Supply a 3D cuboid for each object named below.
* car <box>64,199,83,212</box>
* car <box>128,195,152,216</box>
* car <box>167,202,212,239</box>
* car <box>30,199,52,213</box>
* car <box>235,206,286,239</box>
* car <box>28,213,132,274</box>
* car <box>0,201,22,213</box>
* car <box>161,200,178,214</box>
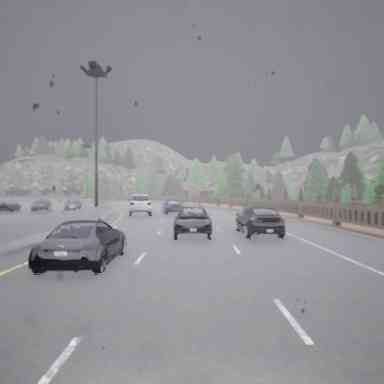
[{"bbox_3d":[-14.038,1.570,39.487,2.128,1.511,4.902,0,0,-16],"label":"car"},{"bbox_3d":[-5.290,1.272,33.692,2.150,2.045,5.566,0,0,-11],"label":"car"},{"bbox_3d":[-0.022,1.506,17.485,2.128,1.511,4.902,0,0,-2],"label":"car"},{"bbox_3d":[-17.407,1.588,38.571,1.837,1.490,4.892,0,-1,-16],"label":"car"},{"bbox_3d":[3.476,1.519,17.576,1.837,1.490,4.892,0,0,-2],"label":"car"},{"bbox_3d":[-3.403,1.571,10.622,1.994,1.385,4.181,0,0,0],"label":"car"},{"bbox_3d":[-20.673,1.683,37.413,1.895,1.301,4.718,0,0,-16],"label":"car"},{"bbox_3d":[-2.147,1.577,35.466,1.812,1.442,4.674,0,0,-12],"label":"car"}]
